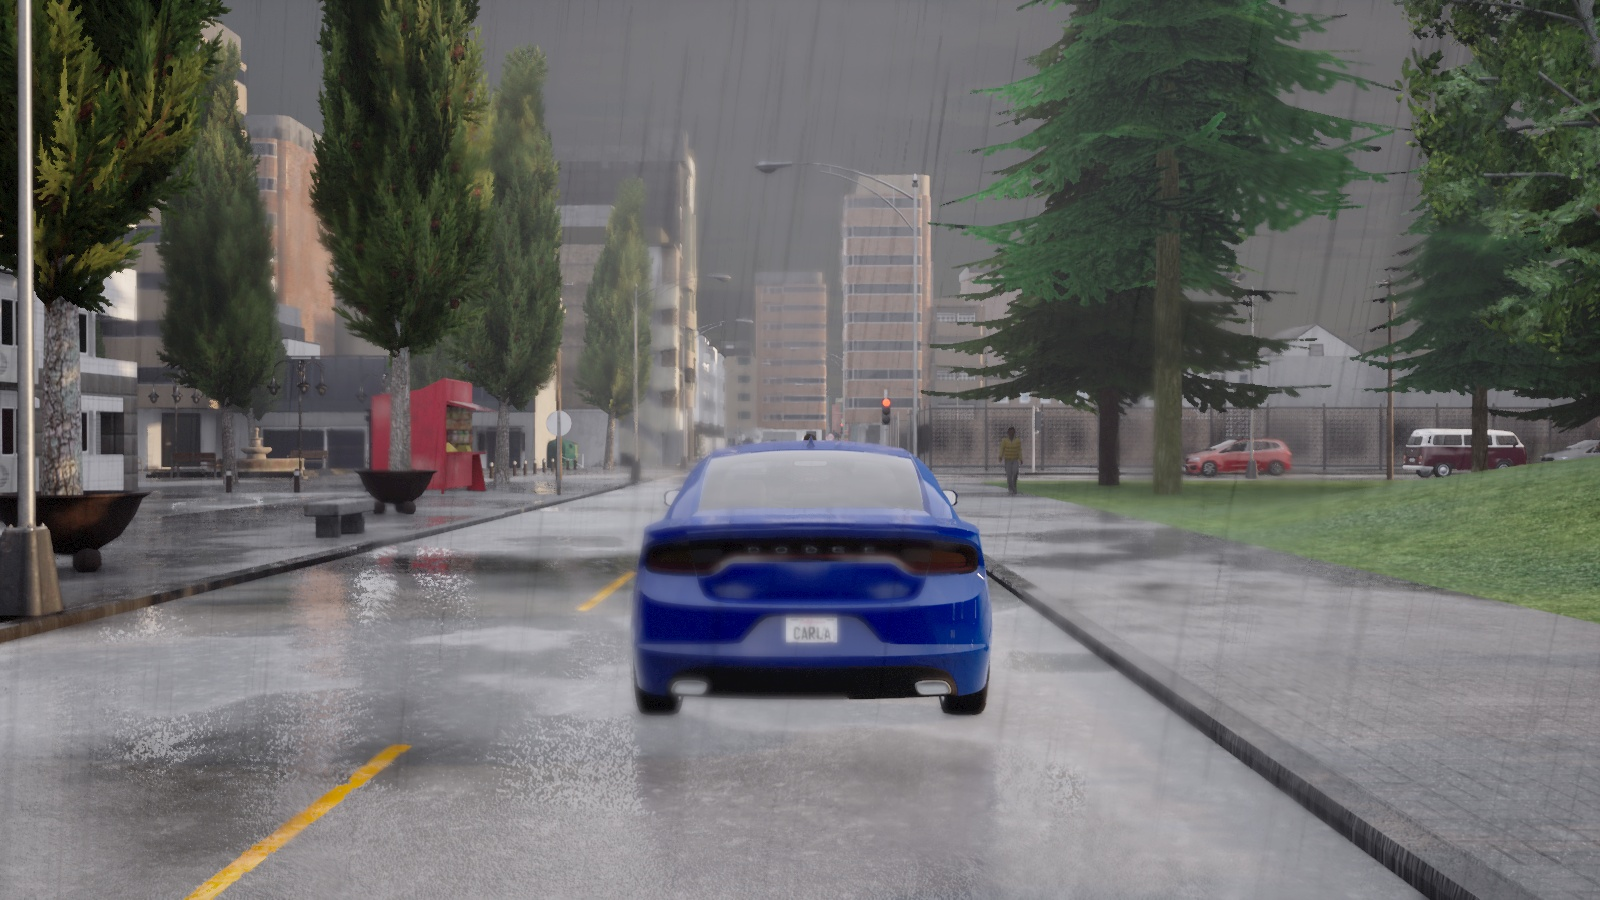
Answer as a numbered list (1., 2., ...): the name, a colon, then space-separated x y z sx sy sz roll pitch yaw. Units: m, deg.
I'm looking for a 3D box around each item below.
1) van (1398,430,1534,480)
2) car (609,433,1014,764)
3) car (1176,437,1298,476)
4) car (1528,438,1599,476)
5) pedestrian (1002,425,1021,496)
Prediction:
1. van: 27.328 0.197 51.625 4.480 2.038 2.069 0 0 0
2. car: 0.070 0.676 8.343 1.882 1.535 5.008 0 0 0
3. car: 19.327 0.283 55.669 4.611 1.667 2.242 -1 0 1
4. car: 35.162 0.301 55.578 4.611 1.667 2.242 0 0 0
5. pedestrian: 5.598 0.271 33.186 0.431 1.840 0.709 0 0 4
